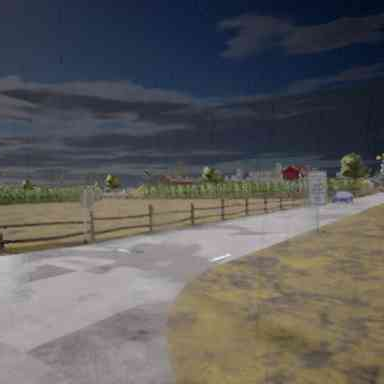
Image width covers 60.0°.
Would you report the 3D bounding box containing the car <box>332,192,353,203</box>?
[{"bbox_3d":[20.529,0.711,45.240,1.882,1.535,5.008,-1,1,36],"label":"car"}]
